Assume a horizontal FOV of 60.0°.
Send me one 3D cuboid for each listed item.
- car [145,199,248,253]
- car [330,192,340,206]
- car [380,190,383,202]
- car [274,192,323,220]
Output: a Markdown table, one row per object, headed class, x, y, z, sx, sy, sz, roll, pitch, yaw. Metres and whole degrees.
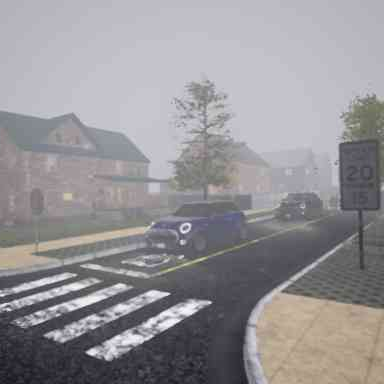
| class | x | y | z | sx | sy | sz | roll | pitch | yaw |
| --- | --- | --- | --- | --- | --- | --- | --- | --- | --- |
| car | 0.291 | 1.141 | 12.849 | 2.097 | 1.767 | 4.553 | -2 | 1 | 37 |
| car | 15.630 | 0.645 | 33.977 | 2.033 | 1.411 | 5.357 | -2 | 1 | 36 |
| car | 19.326 | 0.500 | 34.106 | 1.812 | 1.442 | 4.674 | -2 | 1 | 36 |
| car | 7.239 | 0.826 | 22.390 | 2.097 | 1.767 | 4.553 | -2 | 1 | 36 |
